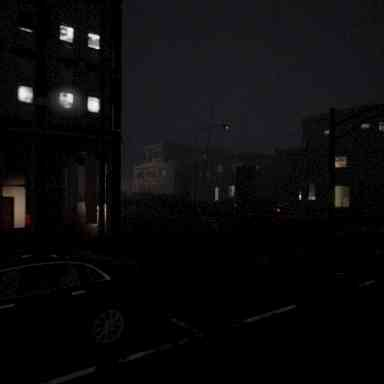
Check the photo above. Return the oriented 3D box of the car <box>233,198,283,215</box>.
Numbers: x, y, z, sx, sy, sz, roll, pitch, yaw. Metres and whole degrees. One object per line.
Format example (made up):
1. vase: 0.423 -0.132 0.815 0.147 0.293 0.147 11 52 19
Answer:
1. car: 6.621 1.403 32.687 1.837 1.490 4.892 0 0 -34

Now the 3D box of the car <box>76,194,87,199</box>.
1. car: -30.234 1.232 90.660 1.802 1.307 4.206 1 0 -35

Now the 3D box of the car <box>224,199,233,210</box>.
1. car: 4.365 1.459 40.535 1.802 1.307 4.206 1 0 -35

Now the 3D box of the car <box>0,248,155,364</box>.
1. car: -2.657 1.550 4.658 4.403 1.369 2.008 0 0 -35

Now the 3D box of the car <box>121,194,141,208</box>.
1. car: -8.823 1.337 44.889 1.887 1.381 4.507 1 0 -35

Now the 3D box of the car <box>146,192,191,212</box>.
1. car: -2.530 1.152 35.776 2.192 1.841 5.009 1 0 -35

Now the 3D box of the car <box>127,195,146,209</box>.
1. car: -5.678 1.365 40.333 2.008 1.369 4.403 1 0 -35

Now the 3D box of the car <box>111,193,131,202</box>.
1. car: -14.505 1.062 67.876 2.192 1.841 5.009 1 0 -35

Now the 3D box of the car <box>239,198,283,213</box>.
1. car: 7.414 1.425 36.118 1.752 1.417 4.829 1 0 -35

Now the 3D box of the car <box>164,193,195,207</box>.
1. car: -1.923 1.146 49.649 2.192 1.841 5.009 1 0 -35

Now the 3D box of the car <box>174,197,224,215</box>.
1. car: 0.613 1.412 31.219 2.008 1.369 4.403 1 0 -35

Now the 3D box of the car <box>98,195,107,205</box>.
1. car: -15.018 1.275 53.863 1.752 1.417 4.829 1 0 -35

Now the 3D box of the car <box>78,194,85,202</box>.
1. car: -21.405 1.273 63.117 1.947 1.339 4.313 1 0 -35

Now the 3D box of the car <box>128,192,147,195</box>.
1. car: -7.820 1.017 53.545 2.150 2.045 5.566 0 0 -34

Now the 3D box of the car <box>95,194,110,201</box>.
1. car: -20.798 1.273 76.989 1.947 1.339 4.313 1 0 -35
